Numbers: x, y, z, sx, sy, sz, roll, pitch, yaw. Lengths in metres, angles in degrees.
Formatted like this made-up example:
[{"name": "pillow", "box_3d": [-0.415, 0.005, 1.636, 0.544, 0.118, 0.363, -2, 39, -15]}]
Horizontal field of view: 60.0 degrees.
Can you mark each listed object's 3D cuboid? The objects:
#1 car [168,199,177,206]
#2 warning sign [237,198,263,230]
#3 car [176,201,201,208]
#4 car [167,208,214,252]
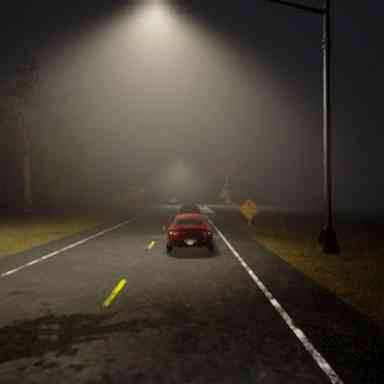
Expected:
[{"name": "car", "box_3d": [-4.013, 2.197, 71.015, 2.128, 1.511, 4.902, 0, -1, 0]}, {"name": "warning sign", "box_3d": [3.432, 1.299, 19.803, 1.300, 1.860, 1.060, 0, 0, 0]}, {"name": "car", "box_3d": [-0.191, 1.753, 29.511, 1.882, 1.535, 5.008, 0, 0, 0]}, {"name": "car", "box_3d": [-0.077, 1.660, 14.416, 1.812, 1.442, 4.674, 0, 0, 0]}]
